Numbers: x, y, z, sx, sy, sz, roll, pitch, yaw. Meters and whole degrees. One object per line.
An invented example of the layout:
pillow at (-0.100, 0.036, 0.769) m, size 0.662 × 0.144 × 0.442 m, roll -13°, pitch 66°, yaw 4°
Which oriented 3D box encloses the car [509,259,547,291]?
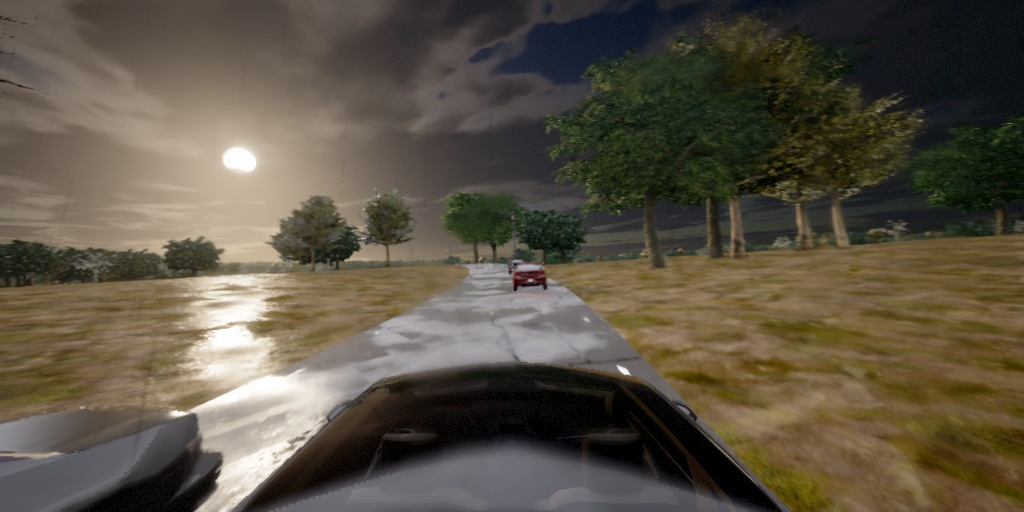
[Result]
car at (0.999, 1.122, 21.438) m, size 1.882 × 1.535 × 5.008 m, roll -3°, pitch 0°, yaw 1°

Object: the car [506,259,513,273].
car at (0.496, 1.029, 37.088) m, size 1.837 × 1.490 × 4.892 m, roll -3°, pitch 1°, yaw -4°

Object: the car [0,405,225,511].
car at (-3.347, 1.475, 0.353) m, size 2.033 × 1.411 × 5.357 m, roll -3°, pitch 0°, yaw 6°
